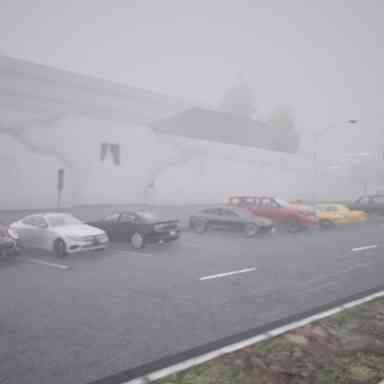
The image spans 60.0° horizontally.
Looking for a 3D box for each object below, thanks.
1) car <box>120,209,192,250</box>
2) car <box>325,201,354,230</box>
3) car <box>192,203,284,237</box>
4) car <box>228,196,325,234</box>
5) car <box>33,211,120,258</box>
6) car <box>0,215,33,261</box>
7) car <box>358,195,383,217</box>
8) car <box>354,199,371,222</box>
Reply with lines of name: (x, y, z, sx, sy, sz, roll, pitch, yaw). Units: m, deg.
car: (-2.790, 1.500, 14.548, 5.008, 1.535, 2.097, -1, -1, 35)
car: (7.138, 1.501, 21.418, 5.366, 1.575, 1.946, -1, -1, 35)
car: (2.121, 1.530, 18.024, 4.792, 1.488, 2.163, -1, -1, 34)
car: (4.564, 1.252, 19.772, 5.566, 2.045, 2.435, -1, -1, 34)
car: (-5.239, 1.537, 12.815, 4.674, 1.452, 2.002, -1, -1, 35)
car: (-7.708, 1.366, 11.092, 4.553, 1.767, 2.185, -1, -1, 35)
car: (14.284, 1.282, 26.757, 5.566, 2.045, 2.435, -1, -1, 35)
car: (9.271, 1.513, 23.364, 5.366, 1.575, 1.946, -1, -1, 35)
